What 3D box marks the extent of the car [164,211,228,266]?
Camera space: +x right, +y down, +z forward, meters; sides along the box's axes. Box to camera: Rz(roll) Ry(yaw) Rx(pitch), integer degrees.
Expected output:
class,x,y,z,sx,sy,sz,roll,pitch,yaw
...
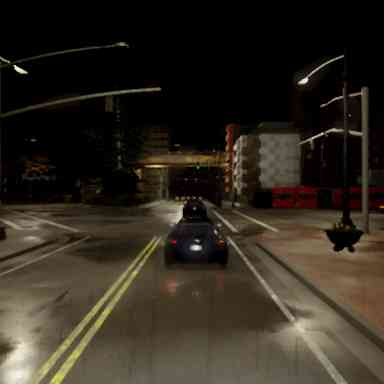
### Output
class,x,y,z,sx,sy,sz,roll,pitch,yaw
car,0.130,1.592,11.624,1.994,1.385,4.181,0,0,0

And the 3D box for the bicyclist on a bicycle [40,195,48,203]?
class,x,y,z,sx,sy,sz,roll,pitch,yaw
bicyclist on a bicycle,-29.056,1.447,65.196,0.582,1.620,1.656,0,0,45

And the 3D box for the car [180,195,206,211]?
class,x,y,z,sx,sy,sz,roll,pitch,yaw
car,0.228,1.454,30.680,2.097,1.767,4.553,0,0,0

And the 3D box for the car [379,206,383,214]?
class,x,y,z,sx,sy,sz,roll,pitch,yaw
car,24.112,1.822,38.095,5.008,1.535,1.882,1,0,0
